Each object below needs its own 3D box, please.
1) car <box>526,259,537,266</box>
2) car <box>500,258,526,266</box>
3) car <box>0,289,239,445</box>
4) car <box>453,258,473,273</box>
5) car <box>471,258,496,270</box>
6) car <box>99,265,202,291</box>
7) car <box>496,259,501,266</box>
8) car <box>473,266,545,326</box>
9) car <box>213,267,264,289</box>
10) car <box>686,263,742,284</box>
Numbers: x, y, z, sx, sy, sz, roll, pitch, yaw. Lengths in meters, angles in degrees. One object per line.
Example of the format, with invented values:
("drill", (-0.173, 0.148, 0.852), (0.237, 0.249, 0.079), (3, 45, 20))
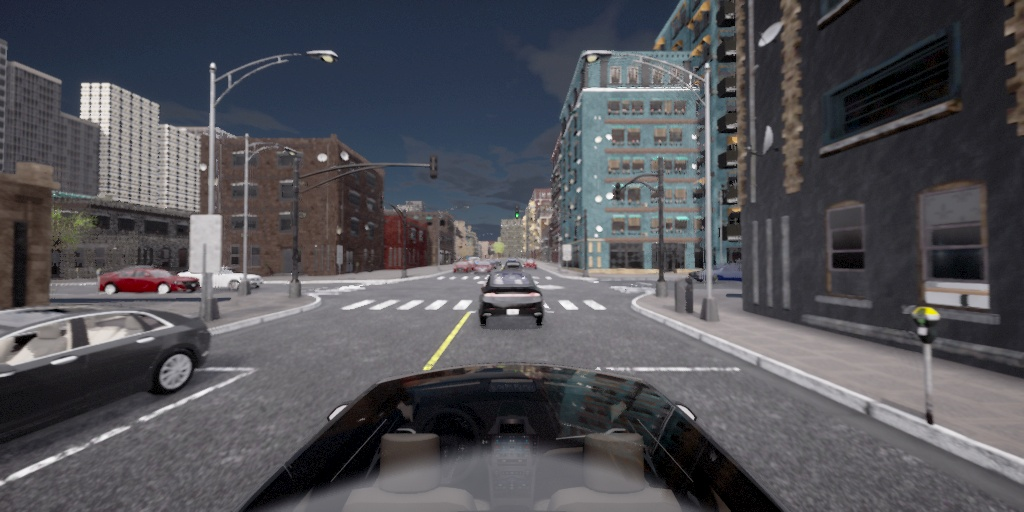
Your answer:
("car", (2.694, 1.152, 53.347), (1.967, 1.591, 4.097), (0, 0, 0))
("car", (0.102, 1.231, 34.403), (1.837, 1.490, 4.892), (0, 0, 0))
("car", (-5.690, 1.299, 3.961), (2.007, 1.370, 4.403), (0, 0, 0))
("car", (-5.764, 1.266, 41.917), (1.888, 1.381, 4.507), (0, 0, 0))
("car", (-3.088, 1.248, 39.694), (1.812, 1.442, 4.674), (0, 0, 0))
("car", (-19.293, 1.351, 19.209), (4.507, 1.381, 1.888), (0, 0, 1))
("car", (-3.076, 1.261, 51.311), (2.033, 1.411, 5.357), (0, 0, 0))
("car", (-0.114, 1.235, 11.710), (2.128, 1.511, 4.902), (0, 0, -3))
("car", (-17.829, 1.369, 21.928), (4.674, 1.442, 1.812), (0, -1, 1))
("car", (15.103, 1.174, 24.822), (5.357, 1.411, 2.033), (0, -1, 1))
